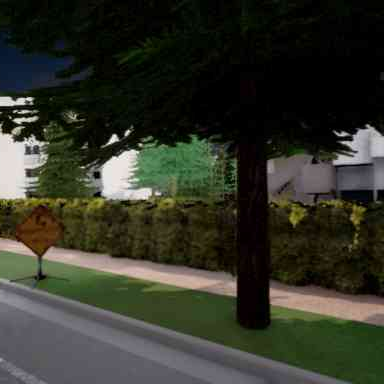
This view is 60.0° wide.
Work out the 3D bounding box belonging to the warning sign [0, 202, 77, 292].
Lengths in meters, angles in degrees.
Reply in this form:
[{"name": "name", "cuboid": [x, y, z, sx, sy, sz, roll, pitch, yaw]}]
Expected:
[{"name": "warning sign", "cuboid": [-3.610, 1.194, 7.891, 1.060, 1.860, 1.300, -1, 0, 37]}]
